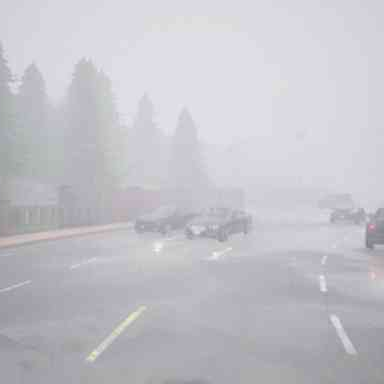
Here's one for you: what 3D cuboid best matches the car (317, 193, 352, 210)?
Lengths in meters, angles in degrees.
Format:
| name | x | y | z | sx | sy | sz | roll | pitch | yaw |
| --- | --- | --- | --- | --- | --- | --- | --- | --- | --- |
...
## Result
| name | x | y | z | sx | sy | sz | roll | pitch | yaw |
| --- | --- | --- | --- | --- | --- | --- | --- | --- | --- |
| car | 16.843 | 1.188 | 39.343 | 2.150 | 2.045 | 5.566 | 0 | 0 | -3 |

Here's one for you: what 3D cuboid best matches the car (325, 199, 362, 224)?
| name | x | y | z | sx | sy | sz | roll | pitch | yaw |
| --- | --- | --- | --- | --- | --- | --- | --- | --- | --- |
| car | 11.448 | 1.500 | 24.382 | 1.812 | 1.442 | 4.674 | 0 | 0 | 35 |

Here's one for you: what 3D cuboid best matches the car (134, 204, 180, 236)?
| name | x | y | z | sx | sy | sz | roll | pitch | yaw |
| --- | --- | --- | --- | --- | --- | --- | --- | --- | --- |
| car | -1.168 | 1.457 | 18.691 | 1.882 | 1.535 | 5.008 | 0 | 0 | 32 |

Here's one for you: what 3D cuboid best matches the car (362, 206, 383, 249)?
| name | x | y | z | sx | sy | sz | roll | pitch | yaw |
| --- | --- | --- | --- | --- | --- | --- | --- | --- | --- |
| car | 8.562 | 1.339 | 13.946 | 2.097 | 1.767 | 4.553 | 0 | 0 | 31 |

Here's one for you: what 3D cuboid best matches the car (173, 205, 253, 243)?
| name | x | y | z | sx | sy | sz | roll | pitch | yaw |
| --- | --- | --- | --- | --- | --- | --- | --- | --- | --- |
| car | 1.457 | 1.474 | 16.284 | 2.128 | 1.511 | 4.902 | 0 | 0 | 31 |
